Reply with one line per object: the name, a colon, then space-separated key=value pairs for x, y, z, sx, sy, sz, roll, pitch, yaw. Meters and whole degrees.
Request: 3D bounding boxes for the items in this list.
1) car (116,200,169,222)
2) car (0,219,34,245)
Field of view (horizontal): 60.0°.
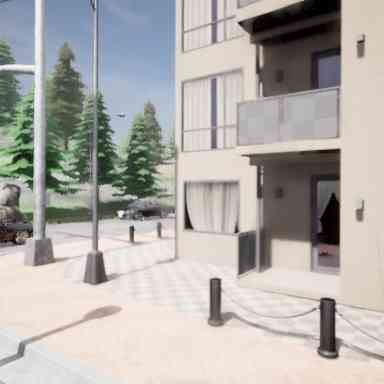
car: x=-3.789 y=1.412 z=26.074 sx=2.128 sy=1.511 sz=4.902 roll=0 pitch=0 yaw=35
car: x=-8.633 y=1.485 z=12.802 sx=2.033 sy=1.411 sz=5.357 roll=0 pitch=0 yaw=35
